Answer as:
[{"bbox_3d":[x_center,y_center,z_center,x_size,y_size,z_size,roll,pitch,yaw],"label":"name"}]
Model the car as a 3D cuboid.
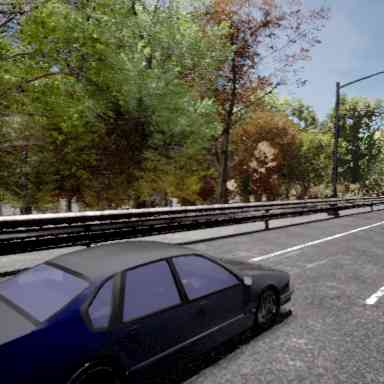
[{"bbox_3d":[-0.605,1.409,4.473,2.033,1.411,5.357,3,2,43],"label":"car"}]
